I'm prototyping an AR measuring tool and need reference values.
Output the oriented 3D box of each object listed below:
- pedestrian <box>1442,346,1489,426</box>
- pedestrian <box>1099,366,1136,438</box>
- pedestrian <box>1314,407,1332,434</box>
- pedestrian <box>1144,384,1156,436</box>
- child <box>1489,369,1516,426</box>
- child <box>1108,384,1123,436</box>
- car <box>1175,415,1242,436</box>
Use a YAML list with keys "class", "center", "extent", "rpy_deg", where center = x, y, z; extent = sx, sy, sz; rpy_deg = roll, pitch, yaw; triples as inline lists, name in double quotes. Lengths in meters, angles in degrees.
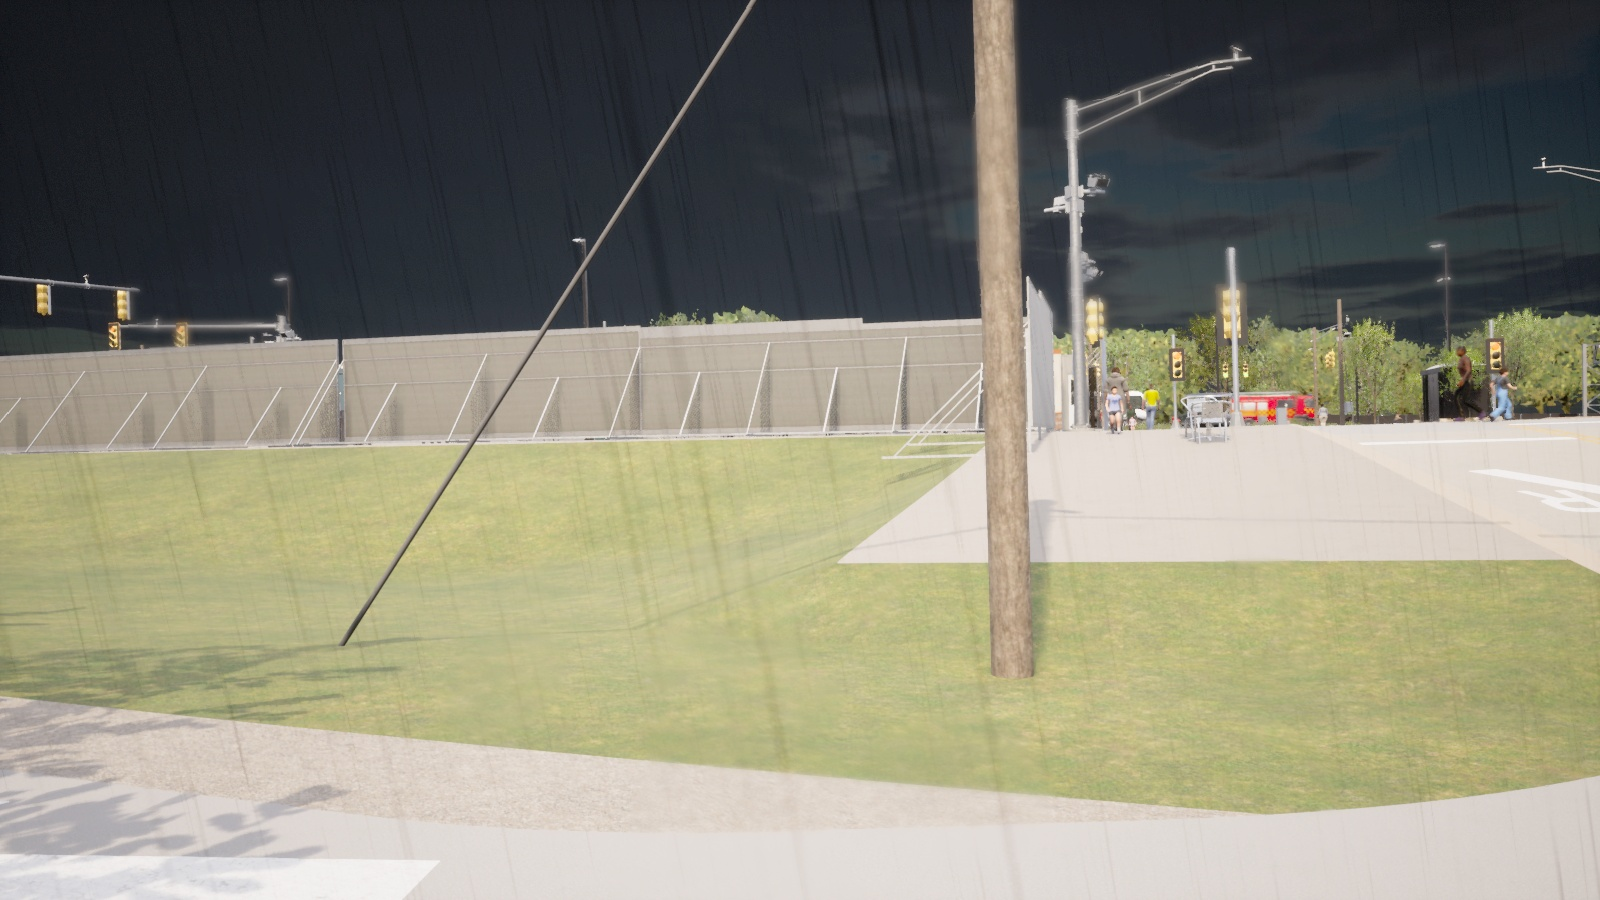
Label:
- class: "pedestrian"
  center: [15.356, -1.463, 28.970]
  extent: [0.869, 1.805, 0.328]
  rpy_deg: [-1, 0, 5]
- class: "pedestrian"
  center: [8.819, -1.329, 34.845]
  extent: [0.659, 1.952, 0.873]
  rpy_deg: [-1, 0, 37]
- class: "pedestrian"
  center: [36.432, -2.055, 87.511]
  extent: [0.874, 1.855, 0.900]
  rpy_deg: [-1, 0, 4]
- class: "pedestrian"
  center: [12.534, -1.439, 44.987]
  extent: [0.354, 1.836, 0.706]
  rpy_deg: [-1, 0, 12]
- class: "child"
  center: [15.835, -1.182, 28.322]
  extent: [0.437, 1.263, 0.270]
  rpy_deg: [-1, 0, 4]
- class: "child"
  center: [6.808, -0.851, 27.117]
  extent: [0.255, 1.110, 0.394]
  rpy_deg: [-1, 0, 10]
- class: "car"
  center: [29.972, -1.829, 92.298]
  extent: [2.163, 1.488, 4.792]
  rpy_deg: [-1, 2, -21]
